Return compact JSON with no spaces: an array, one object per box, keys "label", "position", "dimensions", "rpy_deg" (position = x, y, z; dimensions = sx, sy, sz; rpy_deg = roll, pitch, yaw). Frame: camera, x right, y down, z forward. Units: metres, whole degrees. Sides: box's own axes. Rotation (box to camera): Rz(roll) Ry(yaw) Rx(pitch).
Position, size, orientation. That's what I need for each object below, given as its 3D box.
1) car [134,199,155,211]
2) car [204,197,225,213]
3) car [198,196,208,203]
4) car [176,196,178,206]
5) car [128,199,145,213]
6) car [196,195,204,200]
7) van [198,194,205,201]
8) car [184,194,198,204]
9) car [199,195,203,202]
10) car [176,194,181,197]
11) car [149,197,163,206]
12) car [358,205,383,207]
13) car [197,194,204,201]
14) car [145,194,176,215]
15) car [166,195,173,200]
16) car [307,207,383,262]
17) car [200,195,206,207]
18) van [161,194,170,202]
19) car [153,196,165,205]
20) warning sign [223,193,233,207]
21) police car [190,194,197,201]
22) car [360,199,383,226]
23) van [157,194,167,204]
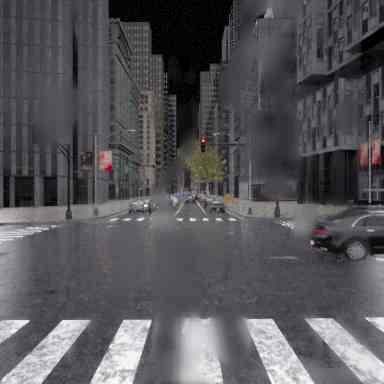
[{"label":"car","position":[-5.895,1.557,41.370],"dimensions":[2.008,1.369,4.403],"rpy_deg":[0,0,0]},{"label":"car","position":[2.662,1.555,36.429],"dimensions":[2.008,1.369,4.403],"rpy_deg":[0,0,0]},{"label":"car","position":[2.425,1.589,73.213],"dimensions":[1.947,1.339,4.313],"rpy_deg":[0,0,0]},{"label":"car","position":[-3.247,1.608,44.642],"dimensions":[1.895,1.301,4.718],"rpy_deg":[0,0,0]},{"label":"car","position":[-5.863,1.556,36.377],"dimensions":[2.008,1.369,4.403],"rpy_deg":[0,0,0]},{"label":"car","position":[2.289,1.592,94.367],"dimensions":[2.008,1.369,4.403],"rpy_deg":[0,0,0]},{"label":"van","position":[2.356,1.372,83.790],"dimensions":[1.690,1.788,3.998],"rpy_deg":[0,0,0]},{"label":"car","position":[-0.287,1.543,65.595],"dimensions":[1.812,1.442,4.674],"rpy_deg":[0,0,0]},{"label":"car","position":[2.557,1.561,52.762],"dimensions":[2.008,1.369,4.403],"rpy_deg":[0,0,0]},{"label":"car","position":[-3.304,1.538,55.704],"dimensions":[1.812,1.442,4.674],"rpy_deg":[0,0,0]},{"label":"car","position":[-5.989,1.578,55.941],"dimensions":[1.947,1.339,4.313],"rpy_deg":[0,0,0]},{"label":"car","position":[8.180,1.308,14.264],"dimensions":[5.008,1.535,1.882],"rpy_deg":[-1,0,0]},{"label":"car","position":[2.493,1.566,62.634],"dimensions":[2.008,1.369,4.403],"rpy_deg":[0,0,0]},{"label":"car","position":[-3.183,1.226,34.690],"dimensions":[2.150,2.045,5.566],"rpy_deg":[0,0,0]},{"label":"car","position":[-6.233,1.623,93.832],"dimensions":[1.802,1.307,4.206],"rpy_deg":[0,0,0]},{"label":"car","position":[6.378,1.373,11.007],"dimensions":[4.892,1.490,1.837],"rpy_deg":[-1,0,0]},{"label":"car","position":[2.592,1.553,47.318],"dimensions":[1.887,1.381,4.507],"rpy_deg":[0,0,0]},{"label":"van","position":[-6.129,1.368,77.594],"dimensions":[1.690,1.788,3.998],"rpy_deg":[0,0,0]},{"label":"car","position":[-6.023,1.541,61.184],"dimensions":[1.752,1.417,4.829],"rpy_deg":[0,0,0]},{"label":"warning sign","position":[4.912,1.123,45.519],"dimensions":[1.300,1.860,1.060],"rpy_deg":[0,0,0]},{"label":"police car","position":[0.452,1.463,90.604],"dimensions":[1.930,1.638,5.238],"rpy_deg":[0,0,0]},{"label":"car","position":[13.588,1.215,20.992],"dimensions":[4.902,1.511,2.128],"rpy_deg":[-1,0,0]},{"label":"van","position":[-6.059,1.360,66.767],"dimensions":[1.690,1.788,3.998],"rpy_deg":[0,0,0]}]
